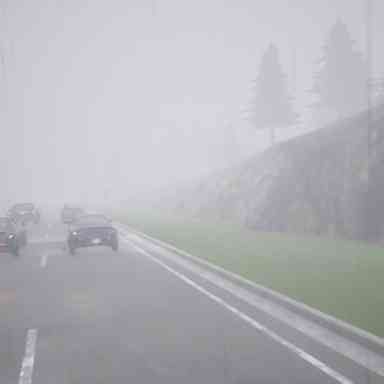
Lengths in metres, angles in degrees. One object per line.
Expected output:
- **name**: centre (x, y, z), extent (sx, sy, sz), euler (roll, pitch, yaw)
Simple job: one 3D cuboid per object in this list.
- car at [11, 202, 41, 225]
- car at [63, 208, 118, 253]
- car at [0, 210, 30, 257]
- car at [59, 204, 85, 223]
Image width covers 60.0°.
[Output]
- **car**: centre (-13.216, 1.600, 26.391), extent (2.097, 1.767, 4.553), euler (0, 0, -22)
- **car**: centre (-4.396, 1.632, 14.330), extent (1.812, 1.442, 4.674), euler (0, 0, -22)
- **car**: centre (-7.623, 1.658, 12.980), extent (1.812, 1.442, 4.674), euler (0, 0, -22)
- **car**: centre (-10.013, 1.716, 27.807), extent (2.128, 1.511, 4.902), euler (0, 0, -22)
